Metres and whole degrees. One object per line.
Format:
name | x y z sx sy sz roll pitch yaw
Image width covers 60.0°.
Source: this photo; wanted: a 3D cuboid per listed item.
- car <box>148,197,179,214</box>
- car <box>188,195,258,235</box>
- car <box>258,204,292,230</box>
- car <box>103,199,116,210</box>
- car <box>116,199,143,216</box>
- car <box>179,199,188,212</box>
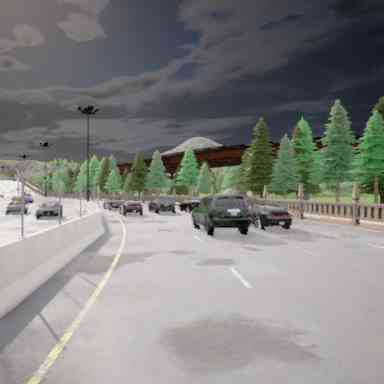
car | -3.347 1.353 35.710 2.097 1.767 4.553 0 0 -20
car | 1.503 1.215 18.883 2.150 2.045 5.566 0 -1 -11
car | 4.568 1.505 21.098 1.837 1.490 4.892 0 0 -11
car | -10.048 1.547 42.721 2.033 1.411 5.357 0 0 -27
car | -6.113 1.505 33.046 1.837 1.490 4.892 0 0 -19
car | -0.014 1.478 36.783 1.882 1.535 5.008 0 0 -20
